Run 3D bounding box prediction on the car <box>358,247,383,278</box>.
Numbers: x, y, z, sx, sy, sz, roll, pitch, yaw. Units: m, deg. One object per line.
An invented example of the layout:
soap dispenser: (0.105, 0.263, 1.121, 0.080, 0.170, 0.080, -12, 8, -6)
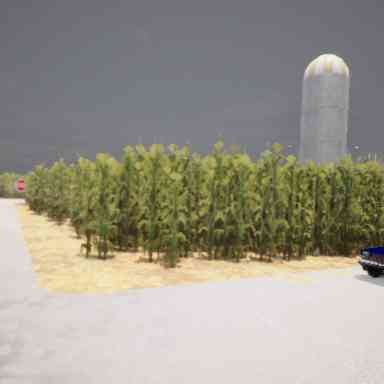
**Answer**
car: (7.187, 1.970, 9.925, 4.718, 1.301, 1.895, 3, 0, -29)
